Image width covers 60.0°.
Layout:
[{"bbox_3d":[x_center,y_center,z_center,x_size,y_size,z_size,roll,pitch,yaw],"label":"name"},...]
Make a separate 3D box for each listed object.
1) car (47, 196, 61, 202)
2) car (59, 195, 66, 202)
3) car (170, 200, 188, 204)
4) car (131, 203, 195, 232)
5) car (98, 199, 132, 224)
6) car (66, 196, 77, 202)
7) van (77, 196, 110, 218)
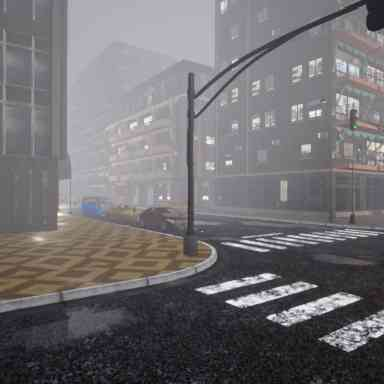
[{"bbox_3d":[-31.205,1.490,75.313,1.947,1.339,4.313,0,0,-36],"label":"car"},{"bbox_3d":[-27.906,1.361,70.712,1.967,1.590,4.097,0,0,-36],"label":"car"},{"bbox_3d":[-1.603,1.488,34.029,1.752,1.417,4.829,0,0,-36],"label":"car"},{"bbox_3d":[-1.713,1.526,19.803,1.802,1.307,4.206,0,0,-36],"label":"car"},{"bbox_3d":[-4.914,1.459,24.267,1.752,1.417,4.829,0,0,-36],"label":"car"},{"bbox_3d":[-21.405,1.448,61.645,1.752,1.417,4.829,0,0,-36],"label":"car"},{"bbox_3d":[-8.313,1.266,29.008,1.690,1.788,3.998,0,0,-36],"label":"van"}]
